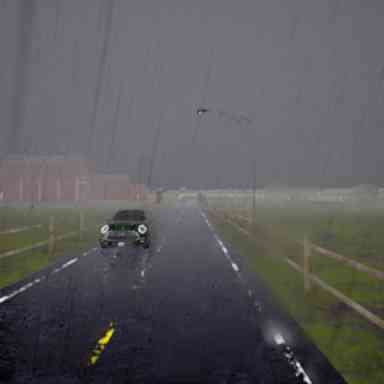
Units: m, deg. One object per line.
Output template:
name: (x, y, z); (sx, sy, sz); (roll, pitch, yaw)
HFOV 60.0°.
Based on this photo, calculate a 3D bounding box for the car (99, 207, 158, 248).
car: (-2.850, 1.558, 15.746); (2.097, 1.767, 4.553); (0, -1, 0)
